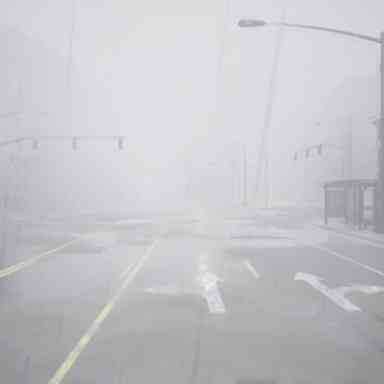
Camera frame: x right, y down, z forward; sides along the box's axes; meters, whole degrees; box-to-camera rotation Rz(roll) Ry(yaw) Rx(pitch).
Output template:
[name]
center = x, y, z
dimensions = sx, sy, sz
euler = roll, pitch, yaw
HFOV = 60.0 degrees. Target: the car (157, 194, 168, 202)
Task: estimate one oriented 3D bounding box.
[car]
center = -6.987, 1.407, 79.808
dimensions = 2.150, 2.045, 5.566
euler = 0, 0, 0
